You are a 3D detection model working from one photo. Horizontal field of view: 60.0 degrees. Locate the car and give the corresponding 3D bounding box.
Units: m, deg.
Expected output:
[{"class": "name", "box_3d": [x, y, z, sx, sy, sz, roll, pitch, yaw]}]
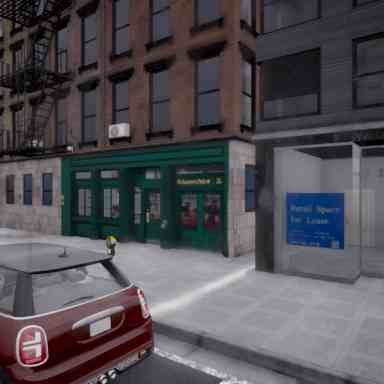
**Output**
[{"class": "car", "box_3d": [-2.539, 1.440, 4.632, 4.097, 1.590, 1.967, 0, 0, 36]}]
